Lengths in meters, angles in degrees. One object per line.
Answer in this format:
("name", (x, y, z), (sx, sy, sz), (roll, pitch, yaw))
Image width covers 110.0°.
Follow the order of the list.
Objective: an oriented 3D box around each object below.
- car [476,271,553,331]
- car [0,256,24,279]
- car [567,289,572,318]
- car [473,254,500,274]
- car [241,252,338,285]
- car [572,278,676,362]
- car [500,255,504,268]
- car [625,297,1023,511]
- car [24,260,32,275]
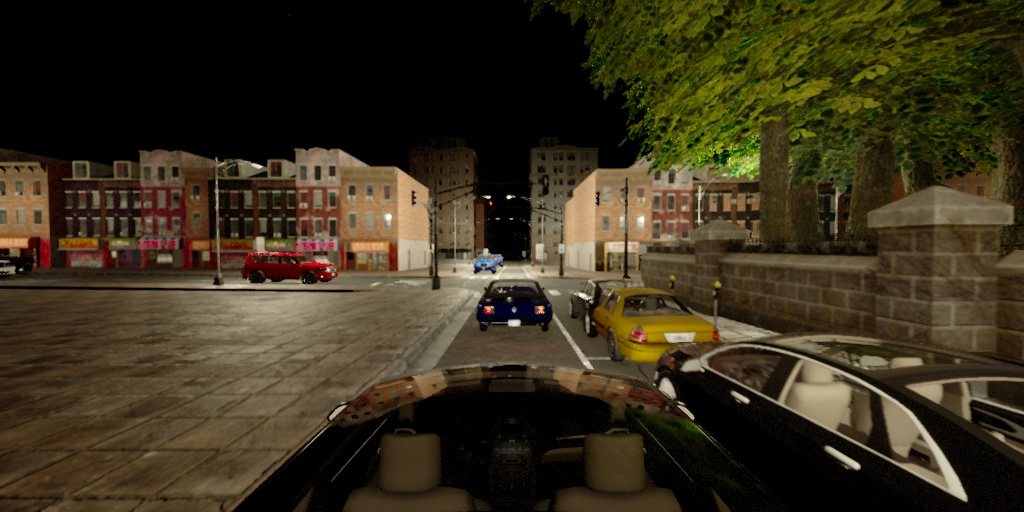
("car", (0.069, 1.312, 10.790), (1.895, 1.301, 4.718), (0, 0, 0))
("car", (-36.355, 0.564, 23.476), (5.566, 2.045, 2.150), (1, 2, 0))
("car", (2.655, 1.265, 9.990), (2.007, 1.370, 4.403), (0, 0, 0))
("car", (-2.770, 0.833, 37.959), (2.150, 2.045, 5.566), (0, 0, 0))
("car", (-14.444, 0.809, 23.429), (5.566, 2.045, 2.150), (1, 1, 0))
("car", (2.682, 1.249, 8.016), (1.751, 1.417, 4.829), (0, 0, 0))
("car", (-2.548, 0.780, 57.764), (2.150, 2.045, 5.566), (0, 0, 1))
("car", (2.636, 1.295, 2.854), (2.007, 1.370, 4.403), (0, 0, 0))
("car", (-38.597, 0.746, 26.423), (4.892, 1.490, 1.837), (1, 1, 0))
